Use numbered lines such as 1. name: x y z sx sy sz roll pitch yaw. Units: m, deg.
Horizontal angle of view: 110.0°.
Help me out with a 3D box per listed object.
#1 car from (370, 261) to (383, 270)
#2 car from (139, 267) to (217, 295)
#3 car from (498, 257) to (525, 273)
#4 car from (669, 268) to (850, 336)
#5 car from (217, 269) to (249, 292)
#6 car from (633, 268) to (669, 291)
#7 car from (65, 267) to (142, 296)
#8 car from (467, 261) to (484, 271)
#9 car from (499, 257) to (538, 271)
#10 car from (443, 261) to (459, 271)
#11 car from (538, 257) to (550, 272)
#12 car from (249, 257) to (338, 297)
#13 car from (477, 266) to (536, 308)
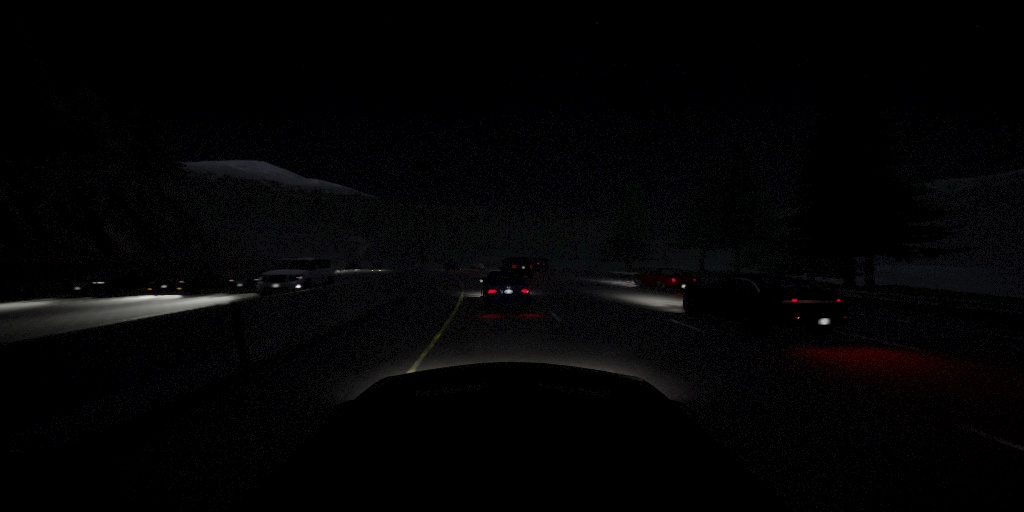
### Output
1. car: -22.689 1.624 60.011 2.033 1.411 5.357 0 0 -23
2. car: -18.997 1.457 21.276 1.994 1.385 4.181 0 0 -8
3. car: -0.113 1.181 50.400 2.150 2.045 5.566 0 0 -18
4. car: 6.887 1.258 10.451 2.128 1.511 4.902 0 0 -2
5. car: -15.644 1.379 22.574 2.128 1.511 4.902 0 0 -8
6. car: 9.428 1.410 22.442 1.895 1.301 4.718 0 0 -7
7. car: -22.435 1.392 20.660 2.128 1.511 4.902 0 0 -8
8. car: -5.691 1.523 55.539 1.812 1.442 4.674 0 0 -20
9. car: 0.412 1.112 34.650 2.150 2.045 5.566 0 0 -13
10. car: -9.471 1.536 55.741 1.812 1.442 4.674 0 0 -21
11. car: 3.433 1.171 50.809 2.150 2.045 5.566 0 0 -18
12. car: -11.755 1.087 20.056 2.150 2.045 5.566 0 0 -8
13. car: -0.382 1.358 15.632 2.033 1.411 5.357 0 0 -6
